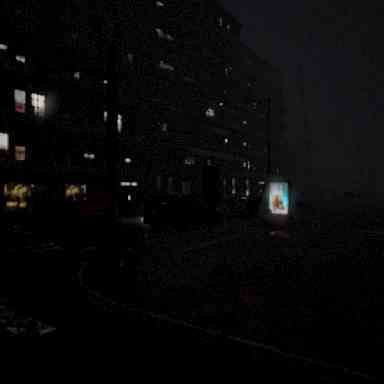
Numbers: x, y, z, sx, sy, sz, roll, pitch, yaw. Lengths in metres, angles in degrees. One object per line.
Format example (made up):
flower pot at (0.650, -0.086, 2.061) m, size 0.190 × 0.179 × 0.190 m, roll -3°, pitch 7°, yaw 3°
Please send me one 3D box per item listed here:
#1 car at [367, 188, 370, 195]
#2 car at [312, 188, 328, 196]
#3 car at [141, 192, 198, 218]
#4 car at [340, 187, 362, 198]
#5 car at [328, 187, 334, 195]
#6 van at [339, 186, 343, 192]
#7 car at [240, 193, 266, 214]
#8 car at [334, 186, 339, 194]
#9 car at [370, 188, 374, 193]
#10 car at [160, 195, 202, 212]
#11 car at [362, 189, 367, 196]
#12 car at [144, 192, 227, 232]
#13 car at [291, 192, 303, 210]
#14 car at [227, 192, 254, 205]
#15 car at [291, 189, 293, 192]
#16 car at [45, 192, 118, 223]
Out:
car at (34.544, 0.077, 67.924) m, size 1.887 × 1.381 × 4.507 m, roll 2°, pitch 2°, yaw 35°
car at (27.634, -0.058, 72.662) m, size 1.967 × 1.590 × 4.097 m, roll 2°, pitch 2°, yaw 35°
car at (-1.675, 0.907, 26.267) m, size 2.097 × 1.767 × 4.553 m, roll 0°, pitch 1°, yaw 35°
car at (28.185, 0.290, 58.833) m, size 1.887 × 1.381 × 4.507 m, roll 2°, pitch 2°, yaw 35°
car at (30.813, -0.061, 77.210) m, size 1.887 × 1.381 × 4.507 m, roll 2°, pitch 2°, yaw 35°
van at (37.172, -0.480, 86.293) m, size 1.690 × 1.788 × 3.998 m, roll 2°, pitch 2°, yaw 35°
car at (5.929, 1.051, 27.015) m, size 1.947 × 1.339 × 4.313 m, roll 2°, pitch 2°, yaw 35°
car at (33.993, -0.273, 81.752) m, size 1.967 × 1.590 × 4.097 m, roll 2°, pitch 2°, yaw 35°
car at (37.724, -0.031, 72.470) m, size 1.887 × 1.381 × 4.507 m, roll 2°, pitch 2°, yaw 35°
car at (-0.975, 1.036, 31.766) m, size 1.802 × 1.307 × 4.206 m, roll 2°, pitch 2°, yaw 35°
car at (31.365, 0.079, 63.375) m, size 1.967 × 1.590 × 4.097 m, roll 2°, pitch 2°, yaw 35°
car at (-0.429, 1.007, 17.917) m, size 2.192 × 1.841 × 5.009 m, roll 2°, pitch 2°, yaw 35°
car at (9.108, 0.946, 31.560) m, size 1.947 × 1.339 × 4.313 m, roll 2°, pitch 2°, yaw 35°
car at (5.383, 0.796, 40.854) m, size 2.008 × 1.369 × 4.403 m, roll 2°, pitch 2°, yaw 35°
car at (12.293, 0.320, 46.128) m, size 2.150 × 2.045 × 5.566 m, roll 0°, pitch 1°, yaw 35°
car at (-7.330, 0.977, 22.669) m, size 2.192 × 1.841 × 5.009 m, roll 2°, pitch 2°, yaw 35°
